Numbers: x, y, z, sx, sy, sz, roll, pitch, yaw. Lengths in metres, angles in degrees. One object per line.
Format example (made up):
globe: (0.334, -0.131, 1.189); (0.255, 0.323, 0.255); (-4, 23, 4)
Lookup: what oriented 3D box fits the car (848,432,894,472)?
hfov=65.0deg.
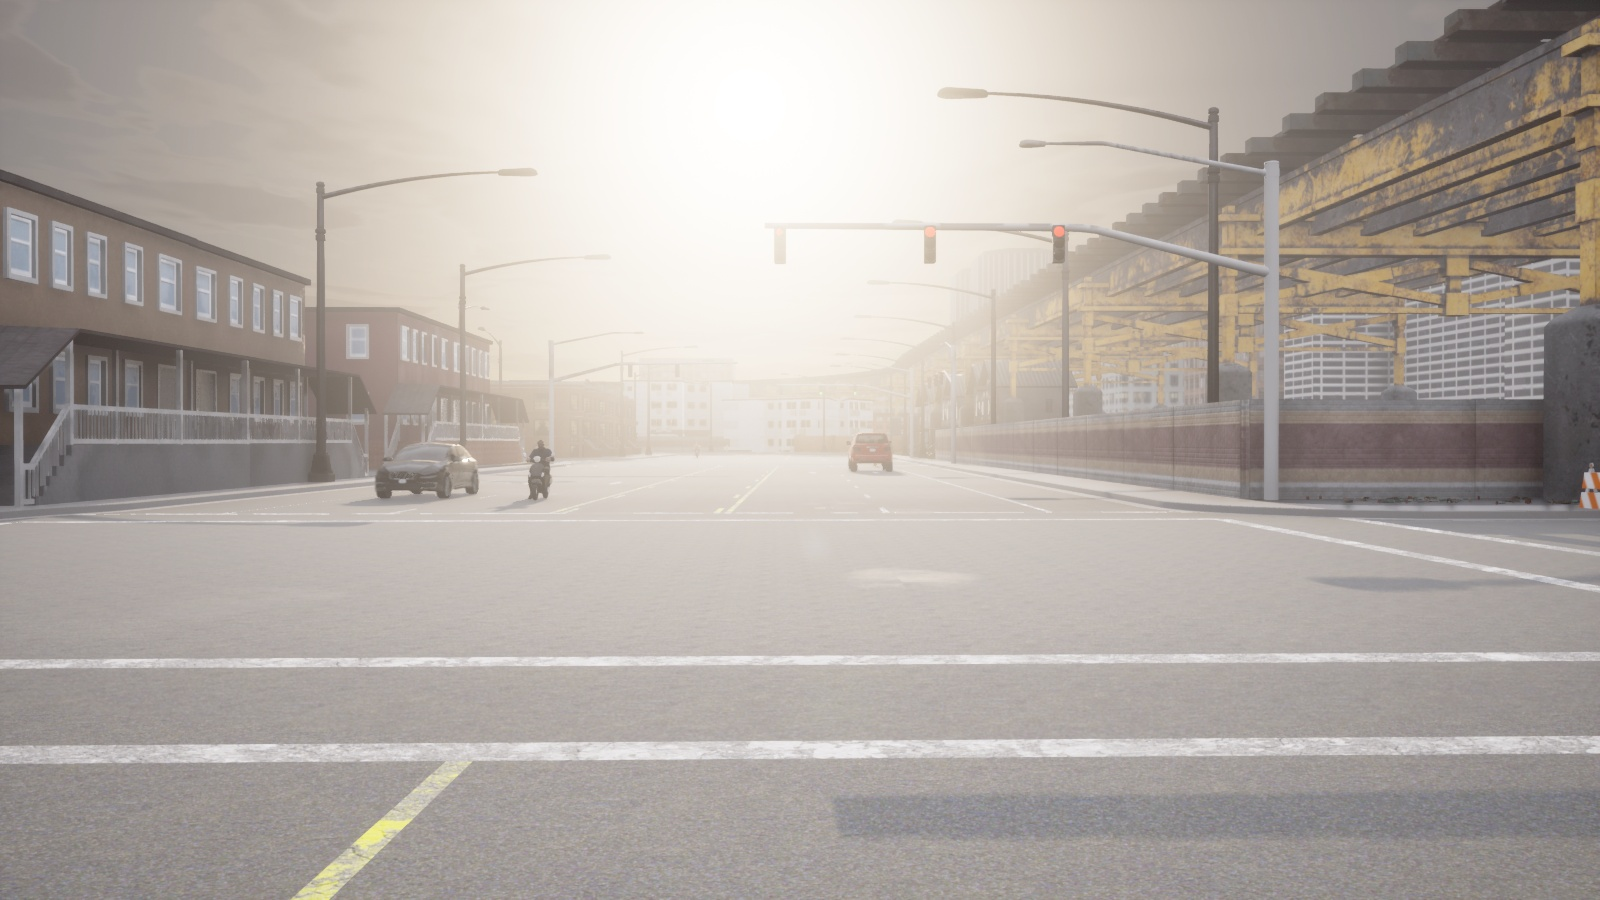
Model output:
car: (3.714, 0.091, 66.942); (2.150, 2.045, 5.566); (0, 0, 0)

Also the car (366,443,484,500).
car: (-10.379, 0.545, 35.142); (1.837, 1.490, 4.892); (0, 0, 0)

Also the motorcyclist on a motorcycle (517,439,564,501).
motorcyclist on a motorcycle: (-6.884, 0.506, 33.334); (0.866, 1.590, 1.817); (0, 0, 0)
